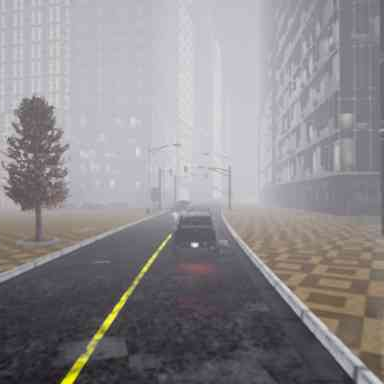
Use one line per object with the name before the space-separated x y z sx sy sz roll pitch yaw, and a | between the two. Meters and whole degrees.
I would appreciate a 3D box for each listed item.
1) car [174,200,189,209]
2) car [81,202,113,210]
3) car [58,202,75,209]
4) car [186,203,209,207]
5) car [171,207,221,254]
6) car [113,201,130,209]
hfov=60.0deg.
car | -1.153 1.906 44.171 1.837 1.490 4.892 0 -1 5
car | -15.677 2.290 53.582 4.403 1.369 2.008 -1 0 13
car | -24.716 2.635 64.307 4.313 1.339 1.947 -1 0 13
car | 0.779 1.867 29.011 1.895 1.301 4.718 0 0 3
car | 0.173 1.642 14.260 1.837 1.490 4.892 0 0 2
car | -13.764 2.398 61.740 4.403 1.369 2.008 -1 0 13
